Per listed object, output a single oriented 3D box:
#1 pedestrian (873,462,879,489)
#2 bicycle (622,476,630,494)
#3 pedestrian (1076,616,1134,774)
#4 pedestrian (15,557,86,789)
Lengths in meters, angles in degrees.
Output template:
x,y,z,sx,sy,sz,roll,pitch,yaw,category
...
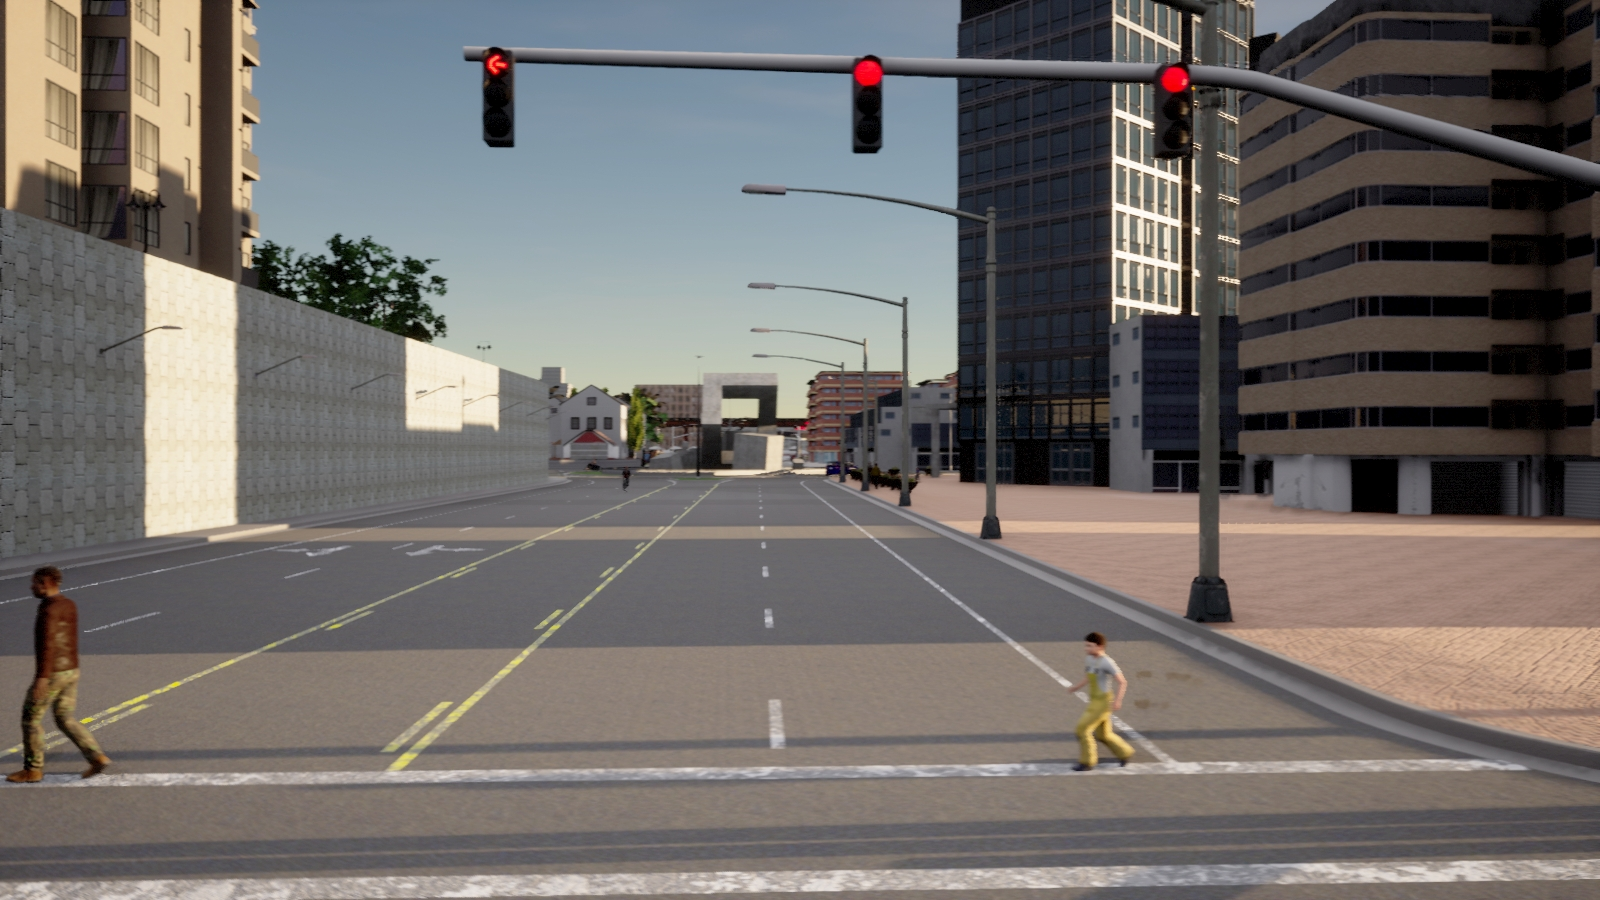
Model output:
x,y,z,sx,sy,sz,roll,pitch,yaw,category
5.140,1.722,77.172,0.375,1.860,0.375,0,0,-2,pedestrian
-11.342,2.253,74.565,0.329,1.126,1.835,0,0,-3,bicycle
2.665,2.132,10.009,0.375,1.300,0.375,0,0,-7,pedestrian
-6.284,1.850,9.589,0.375,1.860,0.375,0,0,-6,pedestrian
